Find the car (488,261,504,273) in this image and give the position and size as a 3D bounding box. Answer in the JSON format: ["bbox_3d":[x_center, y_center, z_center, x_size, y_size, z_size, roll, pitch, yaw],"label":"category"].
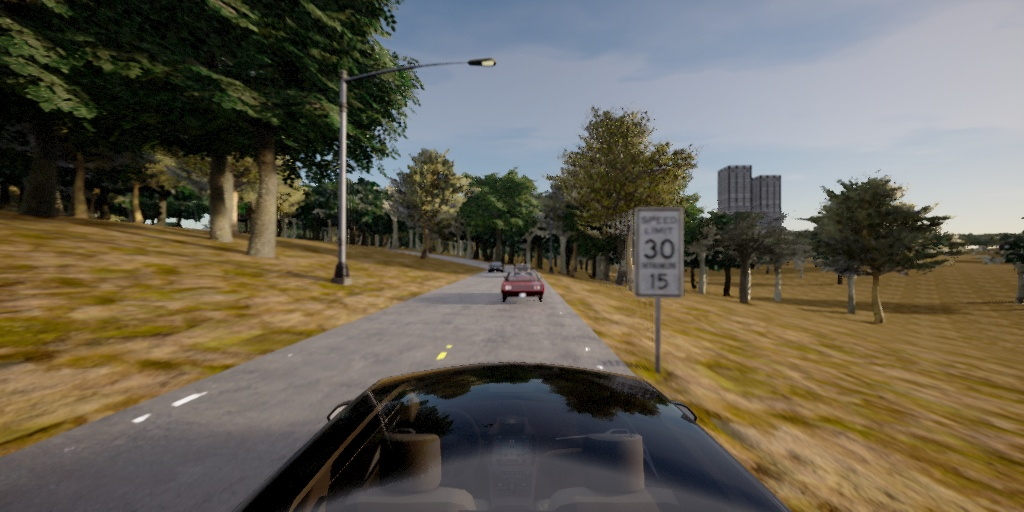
[{"bbox_3d":[-1.880,1.373,44.241,2.033,1.411,5.357,0,0,2],"label":"car"}]

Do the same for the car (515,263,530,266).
[{"bbox_3d":[1.069,1.419,37.481,1.895,1.301,4.718,0,0,2],"label":"car"}]

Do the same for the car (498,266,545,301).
[{"bbox_3d":[0.506,1.366,17.325,1.895,1.301,4.718,0,0,2],"label":"car"}]
